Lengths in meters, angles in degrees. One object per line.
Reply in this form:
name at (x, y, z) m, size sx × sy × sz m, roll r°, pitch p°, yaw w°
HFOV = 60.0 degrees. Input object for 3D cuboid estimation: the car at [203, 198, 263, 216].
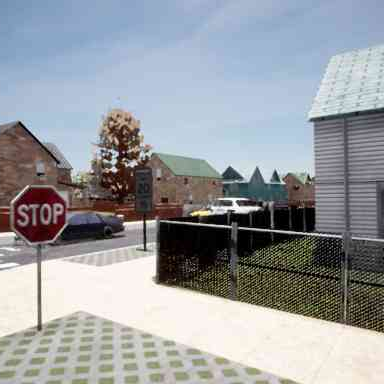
car at (3.431, 1.479, 24.718) m, size 2.150 × 2.045 × 5.566 m, roll -2°, pitch -2°, yaw 35°

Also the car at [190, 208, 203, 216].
car at (1.758, 1.806, 27.283) m, size 1.882 × 1.535 × 5.008 m, roll -2°, pitch -2°, yaw 35°

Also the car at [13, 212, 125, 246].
car at (-5.783, 1.723, 16.514) m, size 2.033 × 1.411 × 5.357 m, roll -2°, pitch -2°, yaw 35°

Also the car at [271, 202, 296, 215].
car at (11.252, 1.992, 40.770) m, size 1.882 × 1.535 × 5.008 m, roll -2°, pitch -2°, yaw 35°
